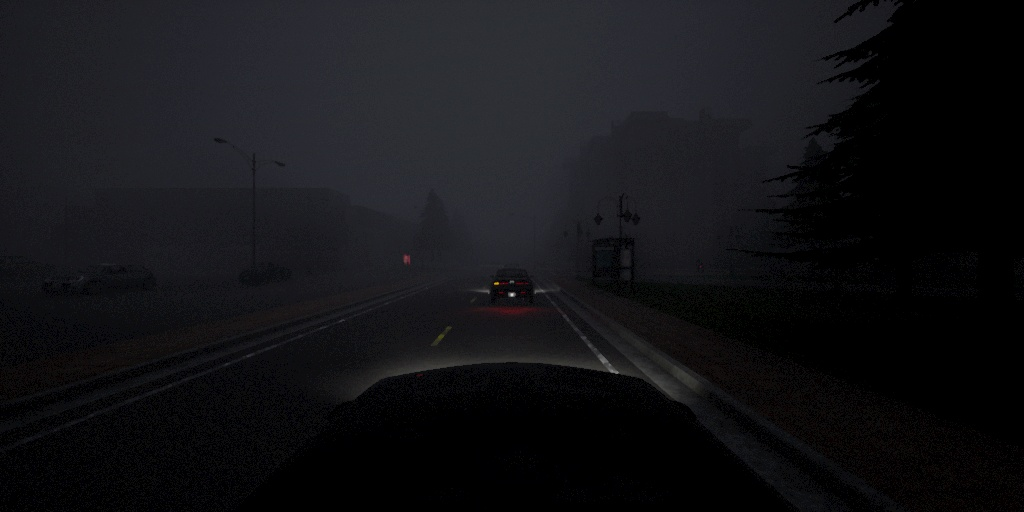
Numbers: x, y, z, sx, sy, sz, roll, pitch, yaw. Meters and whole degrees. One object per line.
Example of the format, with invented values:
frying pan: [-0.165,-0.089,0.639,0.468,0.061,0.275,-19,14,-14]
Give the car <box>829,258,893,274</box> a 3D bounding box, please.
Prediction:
car: [37.554,0.992,38.747,5.566,2.045,2.150,0,0,1]

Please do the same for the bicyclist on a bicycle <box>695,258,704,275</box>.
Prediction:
bicyclist on a bicycle: [18.286,1.034,35.057,0.582,1.620,1.656,0,0,1]

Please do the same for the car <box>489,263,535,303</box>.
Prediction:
car: [0.000,1.265,16.500,1.837,1.490,4.892,0,0,0]

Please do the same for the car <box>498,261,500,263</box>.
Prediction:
car: [0.000,1.321,31.500,1.994,1.385,4.181,0,0,0]
